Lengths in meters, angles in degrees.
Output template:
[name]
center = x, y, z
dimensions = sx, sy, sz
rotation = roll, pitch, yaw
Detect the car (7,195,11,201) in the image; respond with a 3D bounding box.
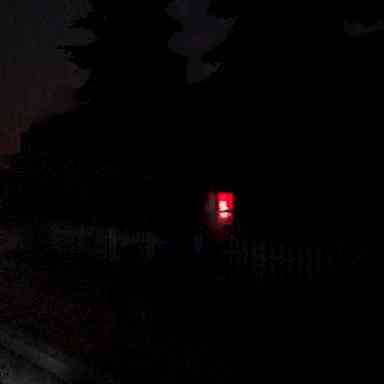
[car]
center = -41.452, 1.331, 77.720
dimensions = 4.514, 1.523, 2.007
rotation = 0, 0, 36
